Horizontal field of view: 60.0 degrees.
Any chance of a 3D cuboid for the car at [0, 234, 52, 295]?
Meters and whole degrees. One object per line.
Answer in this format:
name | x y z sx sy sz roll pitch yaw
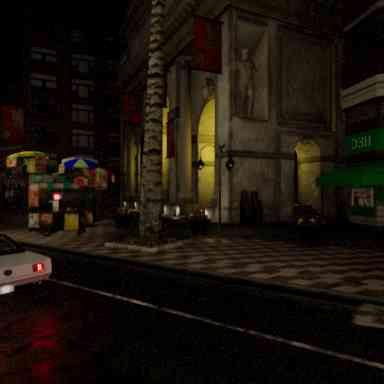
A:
car | -5.393 1.597 7.711 4.718 1.301 1.895 0 0 35
